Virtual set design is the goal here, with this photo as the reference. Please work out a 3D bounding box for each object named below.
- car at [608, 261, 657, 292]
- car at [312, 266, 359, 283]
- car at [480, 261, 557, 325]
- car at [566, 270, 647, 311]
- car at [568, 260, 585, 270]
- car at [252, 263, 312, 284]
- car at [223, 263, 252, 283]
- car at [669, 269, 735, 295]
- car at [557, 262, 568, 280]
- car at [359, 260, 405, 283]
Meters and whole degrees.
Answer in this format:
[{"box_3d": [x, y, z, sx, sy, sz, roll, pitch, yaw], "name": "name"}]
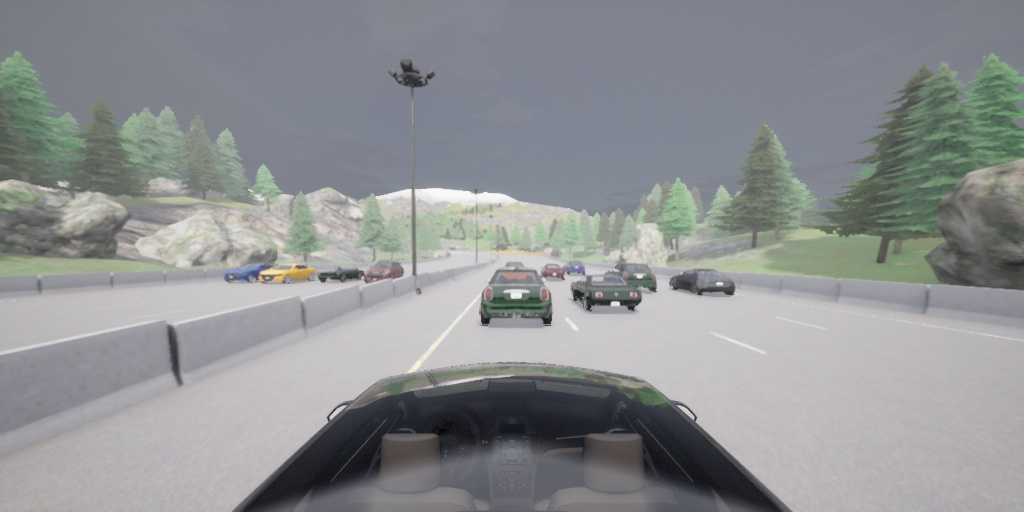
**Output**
[{"box_3d": [7.159, 1.201, 22.193, 2.097, 1.767, 4.553, 0, 0, 0], "name": "car"}, {"box_3d": [-13.920, 1.457, 29.432, 1.895, 1.301, 4.718, 0, 0, 0], "name": "car"}, {"box_3d": [0.128, 1.138, 12.148, 2.097, 1.767, 4.553, 0, 0, 0], "name": "car"}, {"box_3d": [3.636, 1.405, 14.777, 1.895, 1.301, 4.718, 0, 0, 0], "name": "car"}, {"box_3d": [7.222, 1.308, 42.291, 2.097, 1.767, 4.553, 0, 0, 0], "name": "car"}, {"box_3d": [-17.438, 1.322, 28.088, 1.882, 1.535, 5.008, 0, -1, 1], "name": "car"}, {"box_3d": [-20.923, 1.324, 29.226, 1.882, 1.535, 5.008, 0, -1, 0], "name": "car"}, {"box_3d": [10.654, 1.408, 20.389, 1.994, 1.385, 4.181, 0, 0, 0], "name": "car"}, {"box_3d": [3.681, 1.428, 33.246, 1.812, 1.442, 4.674, 0, 0, 0], "name": "car"}, {"box_3d": [-10.419, 1.212, 29.556, 2.097, 1.767, 4.553, 0, 0, 0], "name": "car"}]
